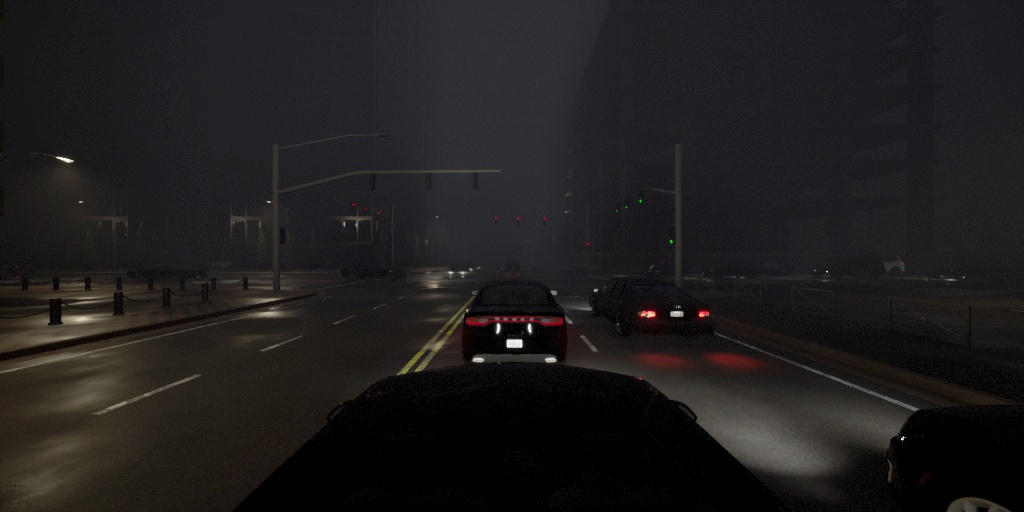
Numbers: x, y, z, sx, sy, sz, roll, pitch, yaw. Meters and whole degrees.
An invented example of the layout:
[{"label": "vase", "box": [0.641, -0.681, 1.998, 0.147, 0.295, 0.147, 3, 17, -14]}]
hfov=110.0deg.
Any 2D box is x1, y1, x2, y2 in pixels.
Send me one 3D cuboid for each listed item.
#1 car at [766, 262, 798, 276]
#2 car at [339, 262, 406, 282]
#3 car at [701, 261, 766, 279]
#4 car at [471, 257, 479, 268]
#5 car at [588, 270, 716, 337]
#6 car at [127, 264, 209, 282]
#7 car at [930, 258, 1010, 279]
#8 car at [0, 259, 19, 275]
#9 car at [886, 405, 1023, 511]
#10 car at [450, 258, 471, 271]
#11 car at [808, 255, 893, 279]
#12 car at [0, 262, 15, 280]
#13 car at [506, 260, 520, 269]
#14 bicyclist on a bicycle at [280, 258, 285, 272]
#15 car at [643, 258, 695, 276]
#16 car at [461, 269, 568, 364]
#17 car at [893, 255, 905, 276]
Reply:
[{"label": "car", "box": [24.705, 1.241, 35.032, 5.357, 1.411, 2.033, 0, 0, 0]}, {"label": "car", "box": [-10.836, 1.205, 28.092, 4.902, 1.511, 2.128, 0, 0, -10]}, {"label": "car", "box": [19.161, 1.219, 31.493, 4.674, 1.442, 1.812, 0, 0, 0]}, {"label": "car", "box": [-7.069, 1.296, 59.020, 2.033, 1.411, 5.357, 0, 0, 0]}, {"label": "car", "box": [3.573, 1.297, 10.241, 2.033, 1.411, 5.357, 0, 0, 0]}, {"label": "car", "box": [-26.152, 1.294, 27.373, 4.718, 1.301, 1.895, 0, 0, 0]}, {"label": "car", "box": [39.918, 1.171, 31.561, 5.008, 1.535, 1.882, 0, 0, 0]}, {"label": "car", "box": [-51.170, 1.045, 34.787, 4.553, 1.767, 2.097, 0, 0, 1]}, {"label": "car", "box": [3.600, 1.255, 0.504, 1.837, 1.490, 4.892, 0, 0, 0]}, {"label": "car", "box": [-7.084, 1.226, 48.507, 1.882, 1.535, 5.008, 0, 0, 0]}, {"label": "car", "box": [29.426, 0.915, 31.546, 5.566, 2.045, 2.150, 0, 0, 0]}, {"label": "car", "box": [-42.007, 1.294, 27.513, 4.718, 1.301, 1.895, 0, 0, 1]}, {"label": "car", "box": [0.108, 1.240, 48.051, 2.128, 1.511, 4.902, 0, 0, 0]}, {"label": "bicyclist on a bicycle", "box": [-25.400, 0.994, 39.334, 0.582, 1.620, 1.656, 0, 0, 0]}, {"label": "car", "box": [15.237, 1.045, 35.022, 4.553, 1.767, 2.097, 0, 0, 0]}, {"label": "car", "box": [0.056, 1.227, 8.118, 1.882, 1.535, 5.008, 0, 0, 0]}, {"label": "car", "box": [34.896, 0.915, 35.060, 5.566, 2.045, 2.150, 0, 0, 0]}]
